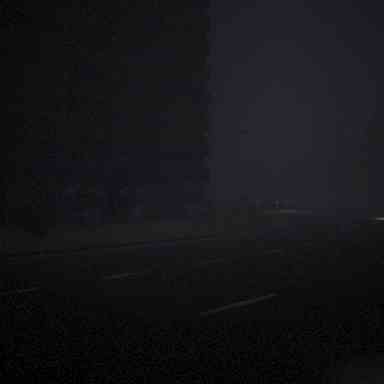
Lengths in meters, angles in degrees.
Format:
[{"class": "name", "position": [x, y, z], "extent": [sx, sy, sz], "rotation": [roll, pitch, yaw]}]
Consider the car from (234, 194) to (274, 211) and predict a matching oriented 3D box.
[{"class": "car", "position": [7.682, 1.308, 43.542], "extent": [2.150, 2.045, 5.566], "rotation": [1, -1, -28]}]

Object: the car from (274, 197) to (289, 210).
[{"class": "car", "position": [10.851, 1.443, 44.771], "extent": [2.097, 1.767, 4.553], "rotation": [0, 0, -27]}]
